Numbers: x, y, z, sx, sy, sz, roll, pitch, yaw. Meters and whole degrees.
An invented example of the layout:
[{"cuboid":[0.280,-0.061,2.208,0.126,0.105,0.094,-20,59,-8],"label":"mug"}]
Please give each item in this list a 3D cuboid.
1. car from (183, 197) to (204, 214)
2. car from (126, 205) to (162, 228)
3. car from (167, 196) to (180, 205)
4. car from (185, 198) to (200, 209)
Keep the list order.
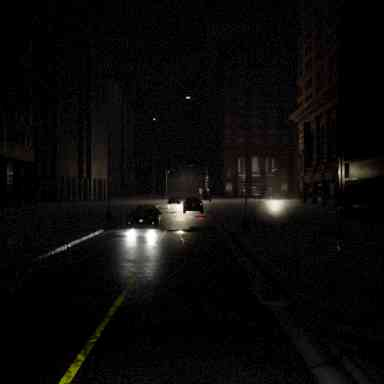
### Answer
[{"cuboid":[0.077,1.341,35.755,2.097,1.767,4.553,0,0,-2],"label":"car"},{"cuboid":[-3.114,1.562,22.252,1.994,1.385,4.181,0,0,0],"label":"car"},{"cuboid":[-3.120,1.487,57.414,1.812,1.442,4.674,0,0,0],"label":"car"},{"cuboid":[0.041,1.544,45.600,1.994,1.385,4.181,0,0,0],"label":"car"}]
